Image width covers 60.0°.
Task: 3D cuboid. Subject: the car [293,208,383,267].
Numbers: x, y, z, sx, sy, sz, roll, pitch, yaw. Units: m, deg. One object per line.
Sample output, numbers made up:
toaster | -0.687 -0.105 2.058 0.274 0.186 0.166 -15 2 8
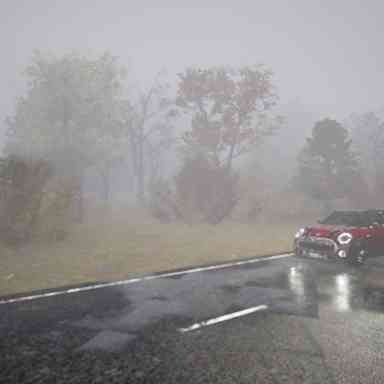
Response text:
car | 5.644 1.385 11.673 4.553 1.767 2.097 0 0 -35
